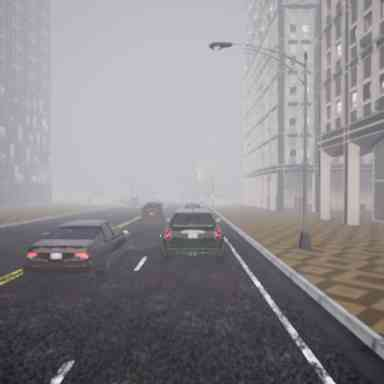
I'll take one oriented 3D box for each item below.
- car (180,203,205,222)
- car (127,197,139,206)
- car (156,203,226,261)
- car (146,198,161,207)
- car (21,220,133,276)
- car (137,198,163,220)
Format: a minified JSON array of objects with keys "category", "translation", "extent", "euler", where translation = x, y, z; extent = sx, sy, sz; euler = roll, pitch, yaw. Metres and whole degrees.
[{"category":"car","translation":[0.054,1.647,27.897],"extent":[1.994,1.385,4.181],"euler":[0,0,1]},{"category":"car","translation":[-9.798,1.677,56.987],"extent":[1.812,1.442,4.674],"euler":[0,0,1]},{"category":"car","translation":[0.049,1.390,12.510],"extent":[2.097,1.767,4.553],"euler":[0,0,1]},{"category":"car","translation":[-6.545,1.699,57.008],"extent":[2.033,1.411,5.357],"euler":[0,0,1]},{"category":"car","translation":[-3.225,1.581,10.455],"extent":[2.033,1.411,5.357],"euler":[0,0,0]},{"category":"car","translation":[-3.190,1.563,28.843],"extent":[1.882,1.535,5.008],"euler":[0,0,0]}]
